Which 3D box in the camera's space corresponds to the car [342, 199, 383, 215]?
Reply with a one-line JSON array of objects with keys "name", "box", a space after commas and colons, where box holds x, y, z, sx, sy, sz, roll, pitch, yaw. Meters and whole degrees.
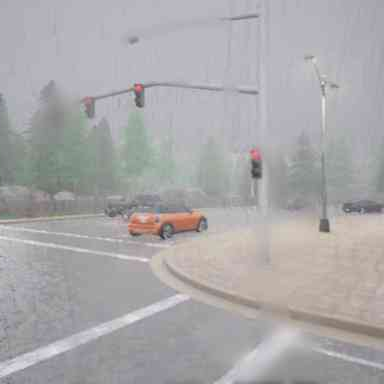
[{"name": "car", "box": [17.263, 1.462, 33.188, 4.892, 1.490, 1.837, 0, -1, -23]}]

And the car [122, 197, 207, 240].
[{"name": "car", "box": [-1.087, 1.324, 17.143, 2.097, 1.767, 4.553, 0, 0, 33]}]

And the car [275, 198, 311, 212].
[{"name": "car", "box": [11.696, 1.541, 38.472, 4.181, 1.385, 1.994, 0, 0, -25]}]

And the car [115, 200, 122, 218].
[{"name": "car", "box": [-3.326, 1.517, 25.808, 1.812, 1.442, 4.674, 0, 0, 39]}]

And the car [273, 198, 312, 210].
[{"name": "car", "box": [12.968, 1.506, 42.852, 4.674, 1.442, 1.812, 0, 0, -21]}]

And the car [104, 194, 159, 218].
[{"name": "car", "box": [-5.008, 1.220, 29.347, 2.150, 2.045, 5.566, 0, 0, 40]}]
